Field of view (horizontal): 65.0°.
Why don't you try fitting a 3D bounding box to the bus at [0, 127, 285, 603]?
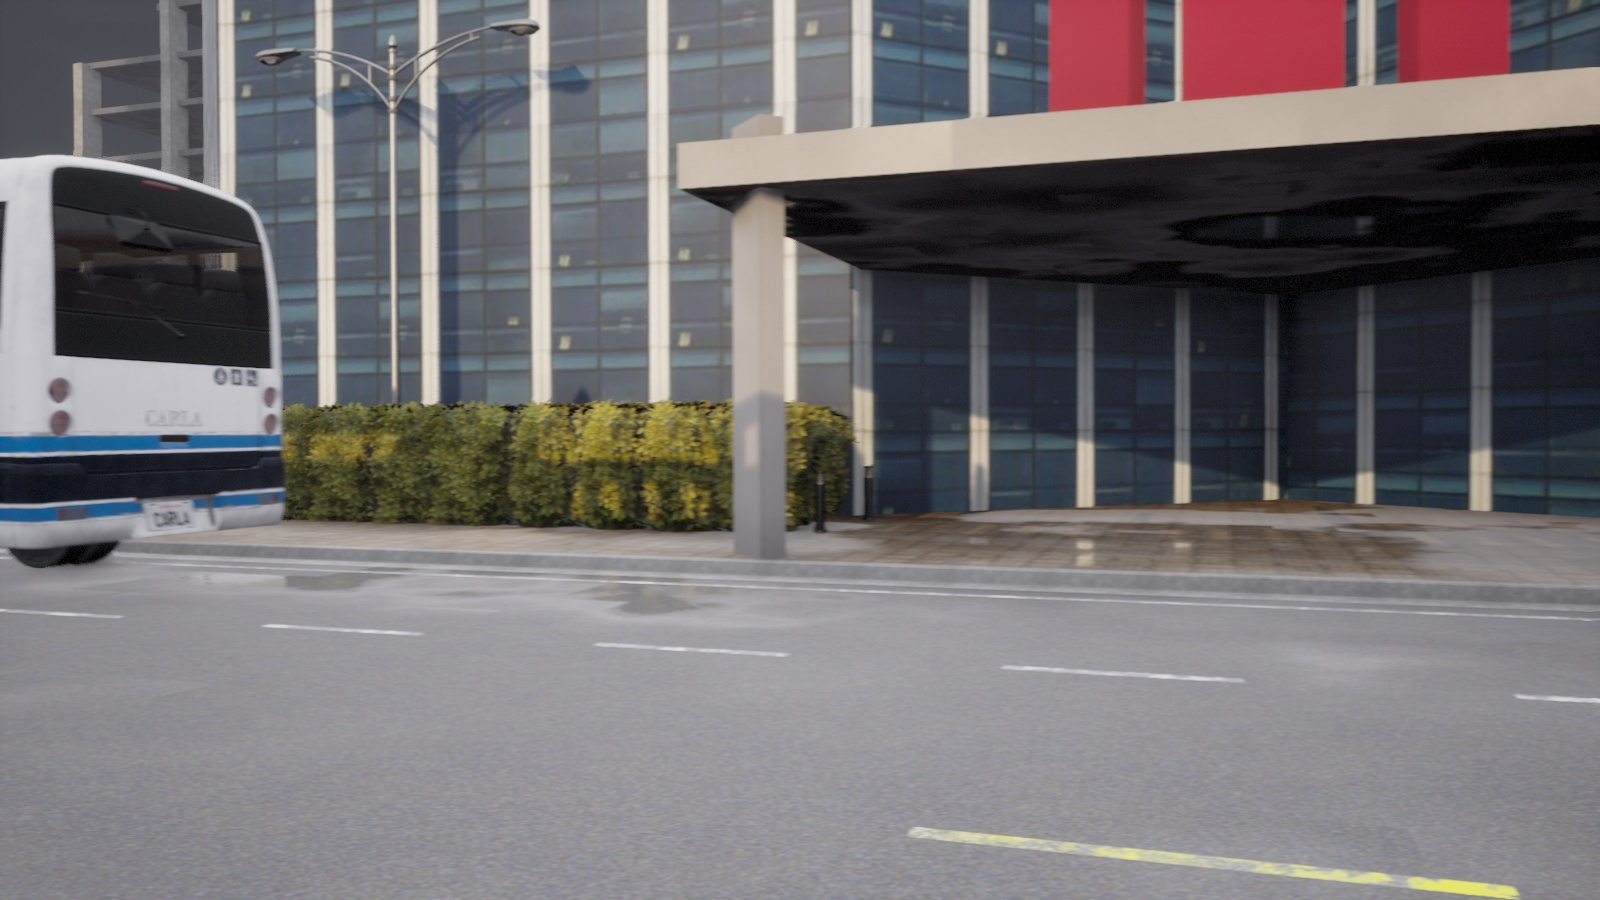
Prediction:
[{"bbox_3d":[-11.512,-0.824,14.430,10.273,4.253,3.944,1,1,19],"label":"bus"}]
